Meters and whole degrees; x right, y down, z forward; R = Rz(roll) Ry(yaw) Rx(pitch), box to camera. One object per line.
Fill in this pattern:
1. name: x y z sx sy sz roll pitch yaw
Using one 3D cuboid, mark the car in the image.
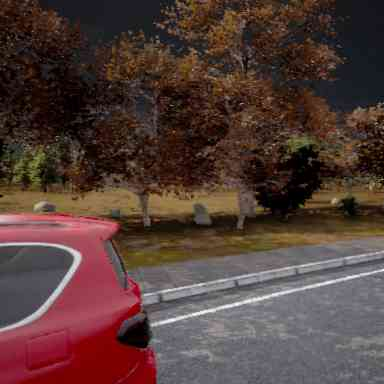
1. car: -2.876 1.209 1.808 5.566 2.045 2.150 0 0 -36
